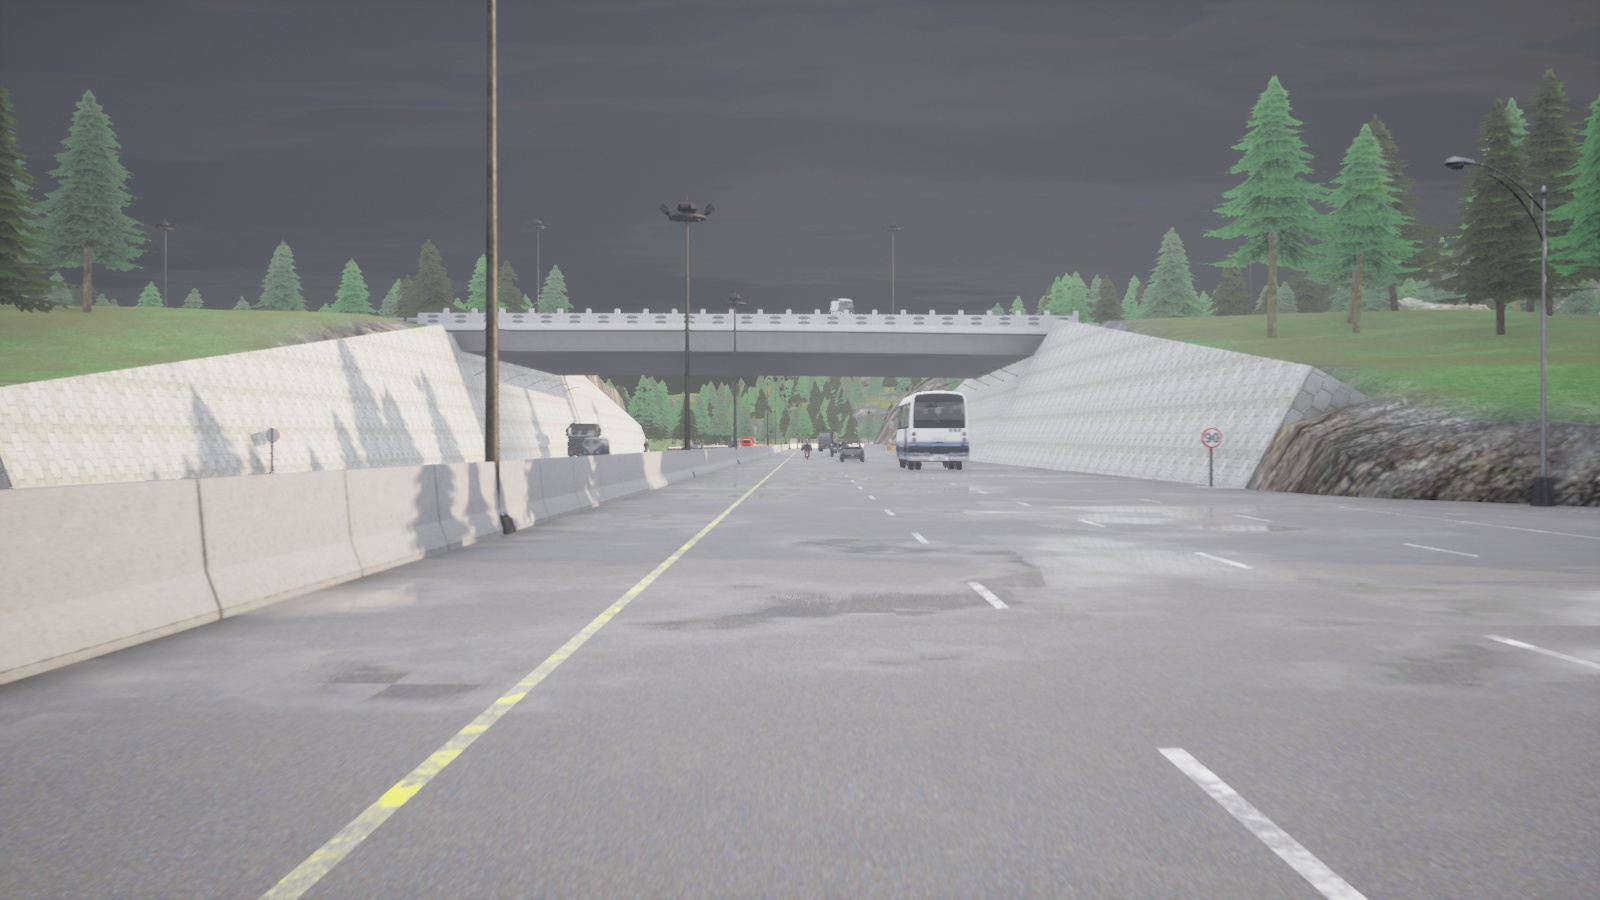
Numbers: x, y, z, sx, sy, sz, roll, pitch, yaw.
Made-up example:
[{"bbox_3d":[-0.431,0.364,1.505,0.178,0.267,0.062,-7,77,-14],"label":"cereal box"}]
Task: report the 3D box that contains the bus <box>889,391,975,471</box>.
[{"bbox_3d":[7.428,-1.031,72.288,3.944,4.253,10.273,0,0,0],"label":"bus"}]
